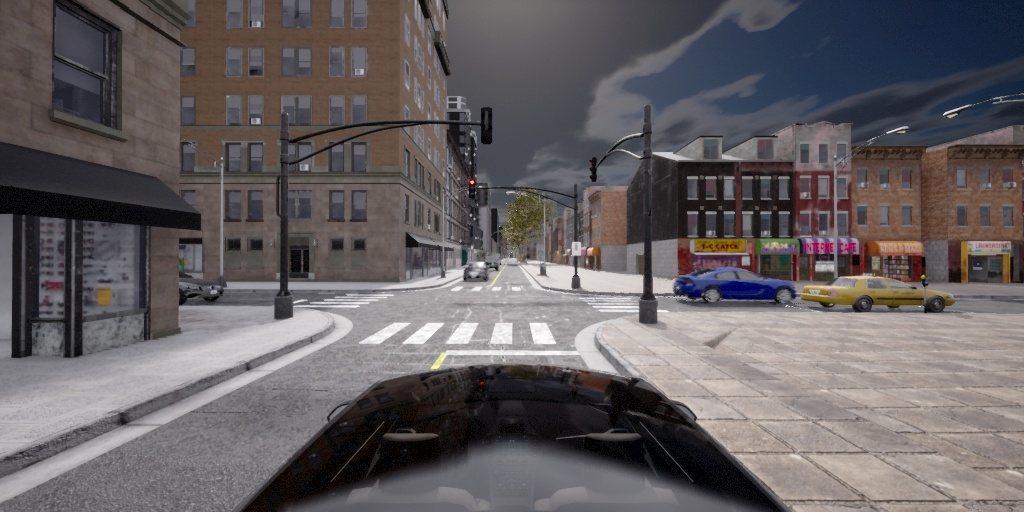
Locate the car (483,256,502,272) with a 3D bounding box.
[{"bbox_3d":[-2.858,0.952,47.162,2.150,2.045,5.566,0,0,0],"label":"car"}]

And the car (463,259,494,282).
[{"bbox_3d":[-2.859,1.229,29.306,2.128,1.511,4.902,0,0,0],"label":"car"}]

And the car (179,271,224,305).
[{"bbox_3d":[-14.412,1.195,14.520,4.674,1.442,1.812,0,0,0],"label":"car"}]

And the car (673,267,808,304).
[{"bbox_3d":[9.938,1.289,16.146,5.008,1.535,1.882,0,0,0],"label":"car"}]

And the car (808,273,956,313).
[{"bbox_3d":[13.881,1.346,13.694,4.829,1.417,1.751,0,0,0],"label":"car"}]
